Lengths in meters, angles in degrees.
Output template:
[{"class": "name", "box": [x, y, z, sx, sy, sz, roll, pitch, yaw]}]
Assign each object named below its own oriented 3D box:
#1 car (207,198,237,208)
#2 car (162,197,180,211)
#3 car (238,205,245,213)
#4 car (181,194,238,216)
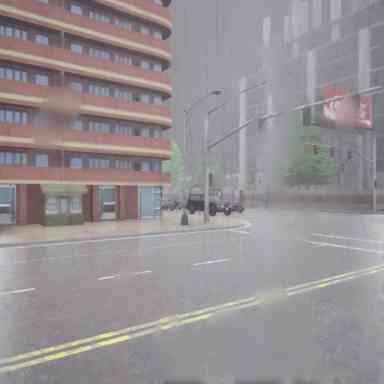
[{"class": "car", "box": [4.241, 1.564, 47.772, 1.994, 1.385, 4.181, 0, 0, -35]}, {"class": "car", "box": [-3.893, 1.352, 40.735, 2.097, 1.767, 4.553, 0, 0, -35]}, {"class": "car", "box": [3.562, 1.601, 36.187, 1.895, 1.301, 4.718, 0, 0, -35]}, {"class": "car", "box": [1.639, 1.222, 32.829, 2.150, 2.045, 5.566, 0, 0, -35]}]
